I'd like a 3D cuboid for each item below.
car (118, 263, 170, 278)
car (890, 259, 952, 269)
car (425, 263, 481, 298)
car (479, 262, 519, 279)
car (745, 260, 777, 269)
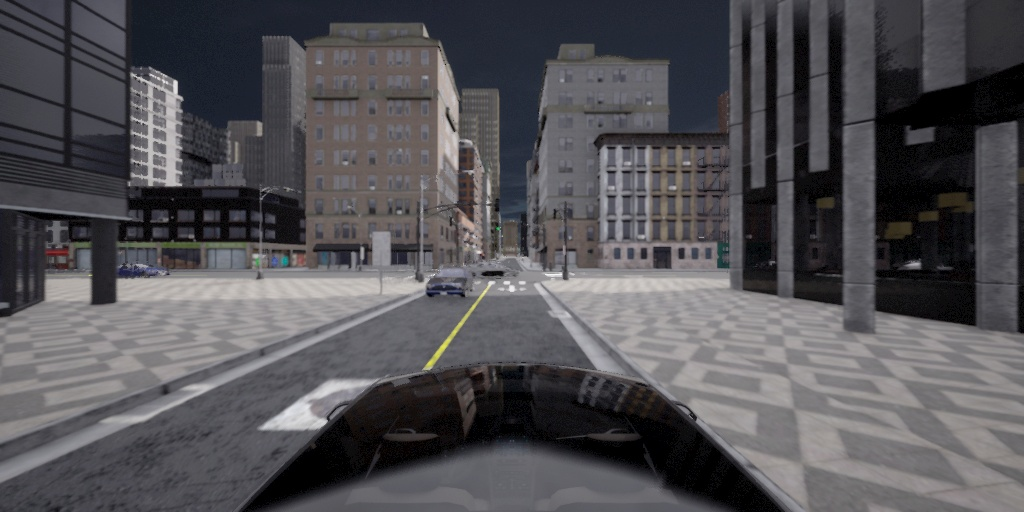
[{"bbox_3d":[-33.432,1.316,32.011,4.674,1.442,1.812,1,0,0],"label":"car"},{"bbox_3d":[37.045,1.229,31.808,4.674,1.442,1.812,0,0,0],"label":"car"},{"bbox_3d":[-3.045,1.294,18.692,2.033,1.411,5.357,0,0,0],"label":"car"},{"bbox_3d":[-1.806,1.280,31.914,4.902,1.511,2.128,0,0,0],"label":"car"},{"bbox_3d":[29.756,1.239,41.664,4.674,1.442,1.812,0,0,0],"label":"car"}]
